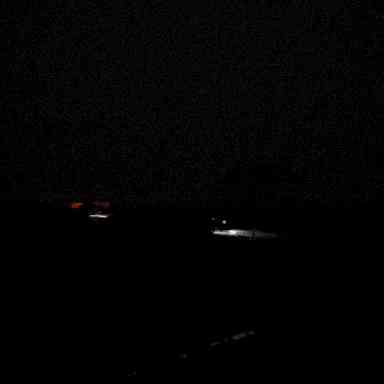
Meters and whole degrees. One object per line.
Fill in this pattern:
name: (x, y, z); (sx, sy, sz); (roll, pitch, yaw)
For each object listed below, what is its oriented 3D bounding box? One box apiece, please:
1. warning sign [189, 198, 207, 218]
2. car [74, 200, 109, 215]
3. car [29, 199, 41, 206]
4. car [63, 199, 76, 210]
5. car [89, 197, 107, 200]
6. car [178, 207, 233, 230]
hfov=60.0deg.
warning sign: (0.574, 1.480, 31.725); (1.300, 1.860, 1.060); (2, -1, -36)
car: (-11.969, 1.961, 39.851); (2.033, 1.411, 5.357); (2, -2, -36)
car: (-39.669, 2.509, 84.035); (2.097, 1.767, 4.553); (2, -2, -36)
car: (-19.847, 2.037, 55.392); (2.097, 1.767, 4.553); (2, -2, -36)
car: (-13.535, 1.776, 46.857); (2.150, 2.045, 5.566); (2, -2, -35)
car: (0.833, 1.723, 22.376); (1.994, 1.385, 4.181); (2, -2, -36)
